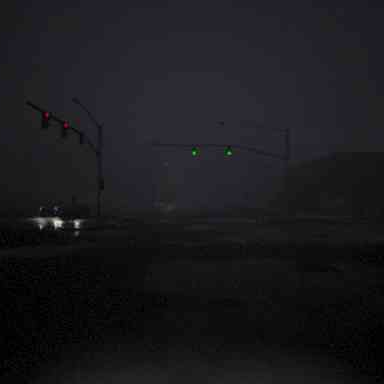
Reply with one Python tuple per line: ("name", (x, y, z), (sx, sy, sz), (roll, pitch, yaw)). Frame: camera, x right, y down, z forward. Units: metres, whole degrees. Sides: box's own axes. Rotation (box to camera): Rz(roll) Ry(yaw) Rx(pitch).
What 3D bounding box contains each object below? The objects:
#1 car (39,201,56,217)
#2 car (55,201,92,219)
("car", (-15.081, 1.775, 36.818), (2.097, 1.767, 4.553), (0, -1, 0))
("car", (-11.584, 1.862, 33.476), (1.882, 1.535, 5.008), (0, -1, 0))
